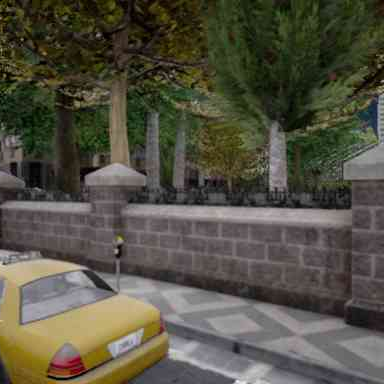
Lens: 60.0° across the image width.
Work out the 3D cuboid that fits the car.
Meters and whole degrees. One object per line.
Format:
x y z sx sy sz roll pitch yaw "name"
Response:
-2.561 1.537 4.795 4.829 1.417 1.752 0 0 36 "car"
